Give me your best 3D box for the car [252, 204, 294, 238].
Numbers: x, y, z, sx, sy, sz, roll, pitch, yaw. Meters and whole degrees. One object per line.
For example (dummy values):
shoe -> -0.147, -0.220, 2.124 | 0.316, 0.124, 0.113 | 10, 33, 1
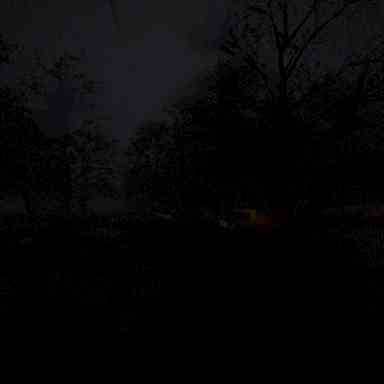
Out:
car -> 2.524, 1.603, 18.404 | 5.366, 1.575, 1.946 | -1, -1, 33

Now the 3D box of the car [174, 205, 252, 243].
car -> 0.294, 1.457, 16.544 | 4.553, 1.767, 2.185 | -1, -1, 33

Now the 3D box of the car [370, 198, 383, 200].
car -> 16.662, 1.612, 29.287 | 4.553, 1.767, 2.185 | -1, -1, 31

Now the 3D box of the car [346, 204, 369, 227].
car -> 9.707, 1.711, 23.740 | 4.674, 1.452, 2.002 | -1, -1, 32

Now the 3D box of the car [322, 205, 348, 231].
car -> 7.378, 1.689, 21.912 | 4.674, 1.452, 2.002 | -1, -1, 32

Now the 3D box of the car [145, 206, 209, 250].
car -> -2.052, 1.559, 14.744 | 5.008, 1.535, 2.097 | -1, -1, 34

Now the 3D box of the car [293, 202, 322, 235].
car -> 5.059, 1.500, 20.087 | 4.553, 1.767, 2.185 | -1, -1, 33

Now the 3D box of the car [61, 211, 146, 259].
car -> -4.411, 1.567, 12.980 | 4.792, 1.488, 2.163 | -1, -1, 34

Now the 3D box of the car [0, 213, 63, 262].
car -> -6.866, 1.545, 11.267 | 4.792, 1.488, 2.163 | -1, -1, 34

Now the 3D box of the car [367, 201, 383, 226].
car -> 12.186, 1.688, 25.492 | 5.366, 1.575, 1.946 | -1, -1, 32
